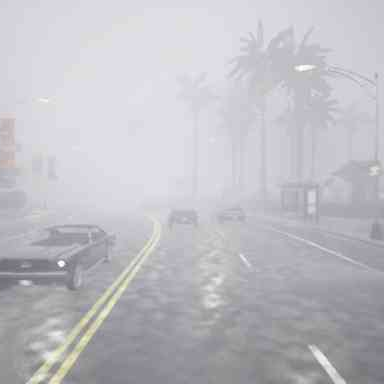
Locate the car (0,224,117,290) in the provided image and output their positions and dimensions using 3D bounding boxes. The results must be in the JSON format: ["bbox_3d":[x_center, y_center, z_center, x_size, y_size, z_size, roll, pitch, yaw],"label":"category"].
[{"bbox_3d":[-3.502,1.609,9.215,1.895,1.301,4.718,0,0,0],"label":"car"}]

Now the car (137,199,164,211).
[{"bbox_3d":[-5.376,1.580,40.899,2.033,1.411,5.357,0,0,-22],"label":"car"}]

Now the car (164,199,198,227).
[{"bbox_3d":[-0.742,1.496,22.792,1.882,1.535,5.008,0,0,-7],"label":"car"}]

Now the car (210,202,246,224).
[{"bbox_3d":[2.556,1.513,24.643,2.128,1.511,4.902,0,0,-7],"label":"car"}]
